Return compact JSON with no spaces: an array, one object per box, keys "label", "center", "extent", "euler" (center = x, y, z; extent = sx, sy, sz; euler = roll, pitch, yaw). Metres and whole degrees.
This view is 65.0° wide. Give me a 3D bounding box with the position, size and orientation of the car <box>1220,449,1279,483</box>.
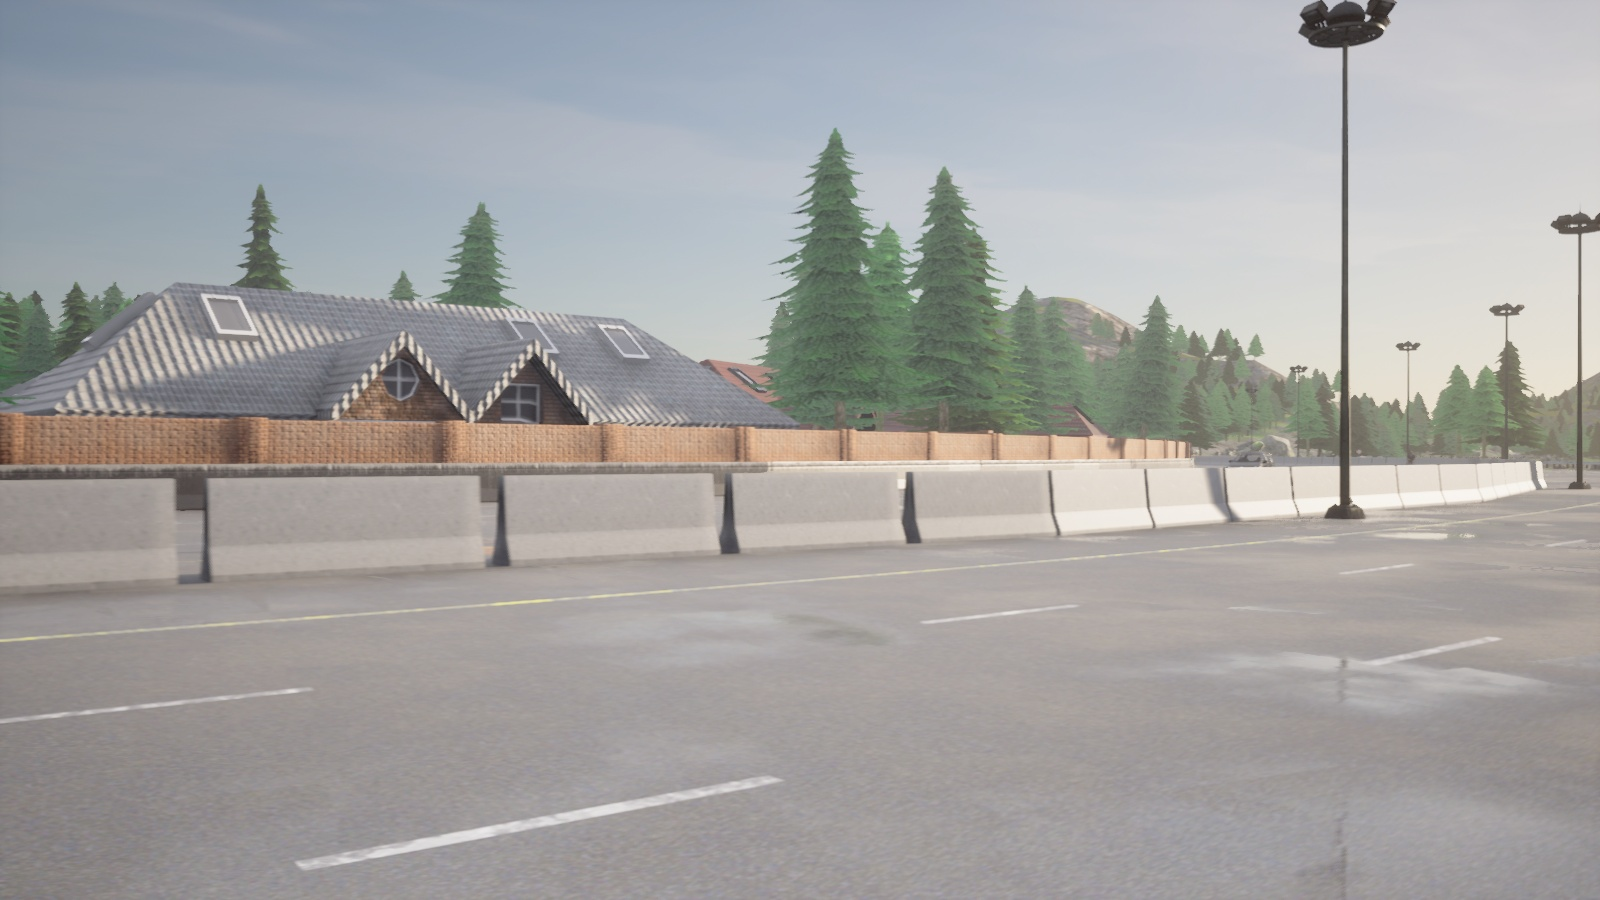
[{"label":"car","center":[22.174,0.760,61.921],"extent":[1.851,1.617,3.988],"euler":[0,0,33]}]
